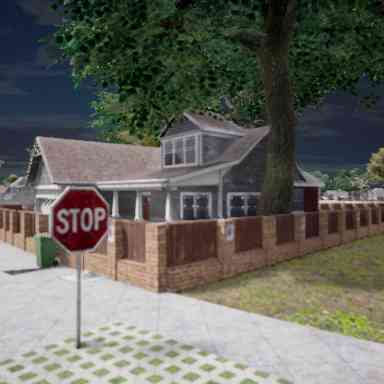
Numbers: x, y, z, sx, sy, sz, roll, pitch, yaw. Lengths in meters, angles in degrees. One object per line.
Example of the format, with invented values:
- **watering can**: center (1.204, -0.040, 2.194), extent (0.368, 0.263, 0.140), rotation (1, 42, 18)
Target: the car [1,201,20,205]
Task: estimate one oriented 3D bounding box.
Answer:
- **car**: center (-32.332, 2.412, 59.017), extent (2.128, 1.511, 4.902), rotation (0, -1, 1)
